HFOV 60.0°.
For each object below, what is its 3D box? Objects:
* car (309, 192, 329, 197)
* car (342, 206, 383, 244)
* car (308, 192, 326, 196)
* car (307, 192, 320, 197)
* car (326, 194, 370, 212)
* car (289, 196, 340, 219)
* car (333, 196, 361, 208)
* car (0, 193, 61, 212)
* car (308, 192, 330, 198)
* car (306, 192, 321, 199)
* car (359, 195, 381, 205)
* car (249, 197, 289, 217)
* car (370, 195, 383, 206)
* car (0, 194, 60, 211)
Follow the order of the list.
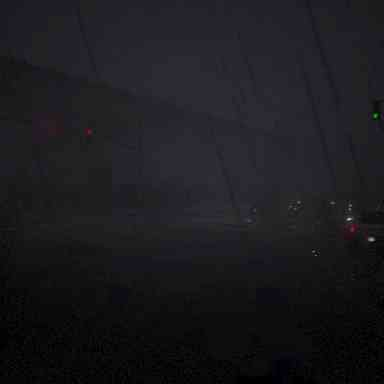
[{"bbox_3d":[31.174,0.540,81.596,4.536,1.218,1.853,0,1,-19],"label":"car"},{"bbox_3d":[8.277,1.492,14.174,1.895,1.301,4.718,1,1,43],"label":"car"},{"bbox_3d":[12.886,1.021,34.843,2.097,1.767,4.553,1,1,44],"label":"car"},{"bbox_3d":[28.156,0.568,77.194,1.853,1.218,4.536,1,1,6],"label":"car"},{"bbox_3d":[15.073,1.078,32.060,2.097,1.767,4.553,1,1,43],"label":"car"},{"bbox_3d":[9.813,1.274,26.404,1.812,1.442,4.674,1,1,43],"label":"car"},{"bbox_3d":[19.633,1.205,42.063,1.994,1.385,4.181,1,1,43],"label":"car"},{"bbox_3d":[-14.491,0.923,29.819,4.974,1.542,2.038,0,1,-19],"label":"car"},{"bbox_3d":[31.222,0.698,81.615,4.974,1.542,2.038,0,1,-19],"label":"car"},{"bbox_3d":[28.149,0.726,77.144,2.038,1.542,4.974,1,1,6],"label":"car"},{"bbox_3d":[26.421,1.140,49.300,1.812,1.442,4.674,1,1,43],"label":"car"},{"bbox_3d":[6.717,1.186,28.218,2.128,1.511,4.902,1,1,43],"label":"car"},{"bbox_3d":[21.858,1.262,39.311,1.994,1.385,4.181,1,1,44],"label":"car"},{"bbox_3d":[-14.539,0.765,29.800,4.536,1.218,1.853,0,1,-19],"label":"car"}]
